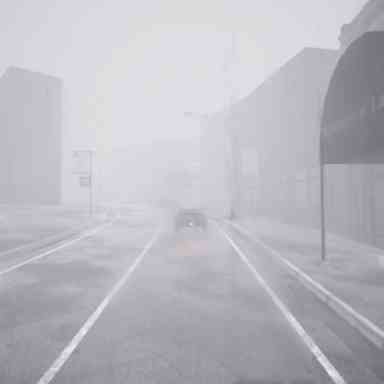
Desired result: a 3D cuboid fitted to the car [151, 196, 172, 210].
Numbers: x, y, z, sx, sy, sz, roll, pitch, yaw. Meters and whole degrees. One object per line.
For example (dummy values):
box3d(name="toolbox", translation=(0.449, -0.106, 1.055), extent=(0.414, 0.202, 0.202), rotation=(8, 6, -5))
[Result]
box3d(name="car", translation=(-3.347, 1.168, 37.679), extent=(1.837, 1.490, 4.892), rotation=(2, 1, -18))

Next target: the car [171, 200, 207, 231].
box3d(name="car", translation=(-0.155, 1.415, 19.981), extent=(1.837, 1.490, 4.892), rotation=(0, 1, -3))
